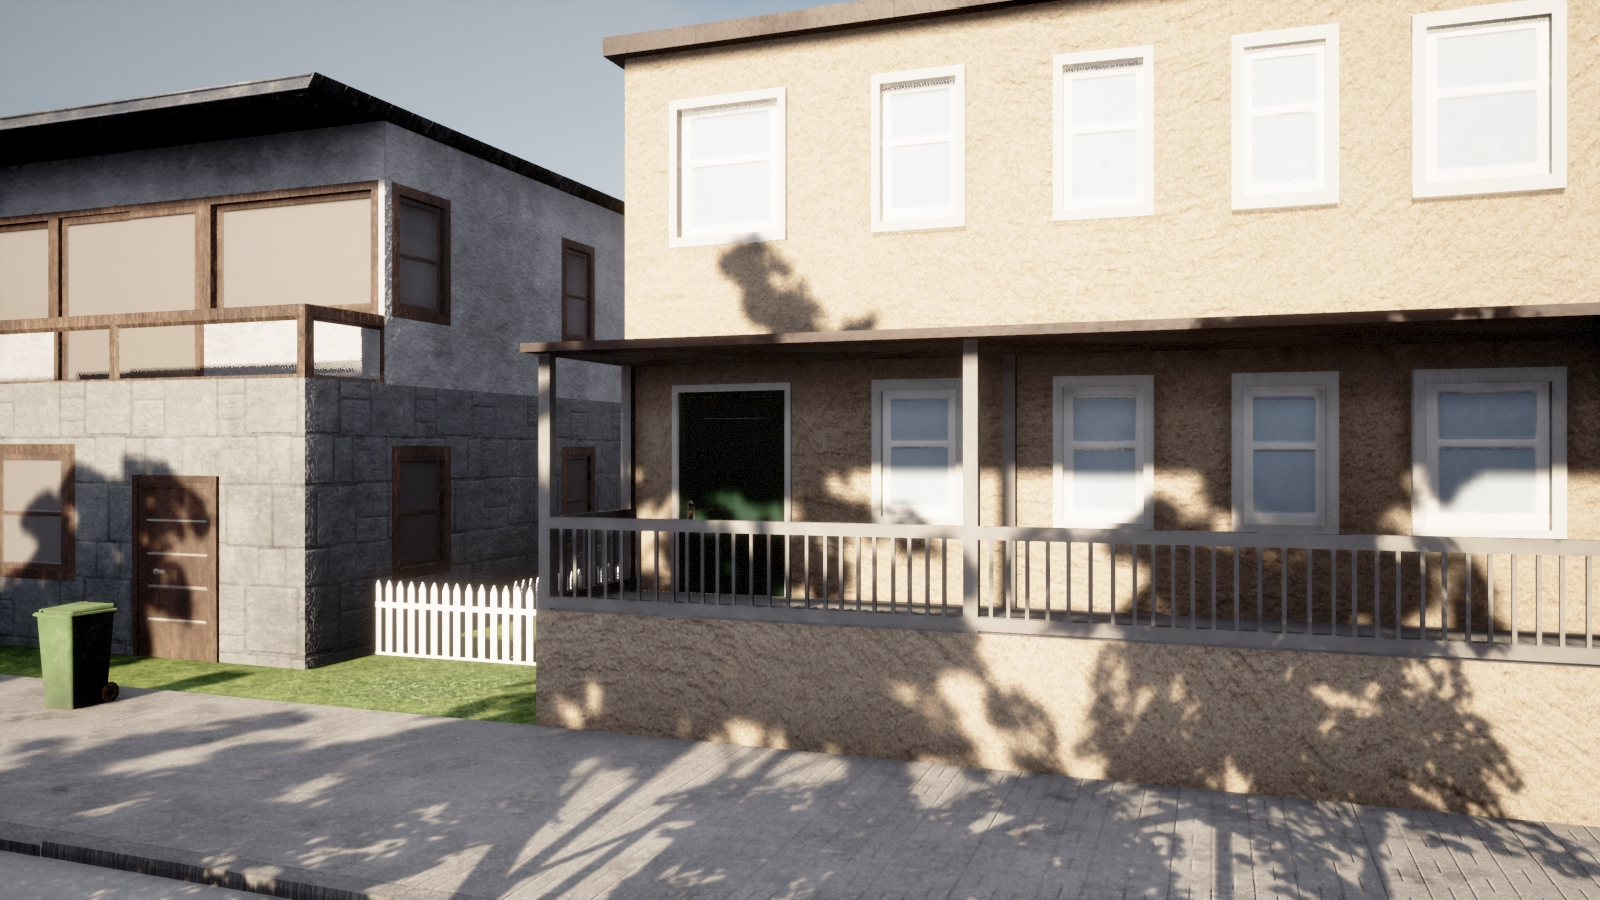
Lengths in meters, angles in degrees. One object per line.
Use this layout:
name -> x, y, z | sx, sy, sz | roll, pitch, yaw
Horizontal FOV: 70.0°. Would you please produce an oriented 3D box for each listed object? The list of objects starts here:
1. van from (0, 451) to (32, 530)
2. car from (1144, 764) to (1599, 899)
van -> -27.753, 1.329, 35.973 | 1.988, 2.561, 5.915 | 0, 0, 20
car -> 3.025, 1.899, 2.732 | 4.181, 1.385, 1.994 | 0, 0, 20
